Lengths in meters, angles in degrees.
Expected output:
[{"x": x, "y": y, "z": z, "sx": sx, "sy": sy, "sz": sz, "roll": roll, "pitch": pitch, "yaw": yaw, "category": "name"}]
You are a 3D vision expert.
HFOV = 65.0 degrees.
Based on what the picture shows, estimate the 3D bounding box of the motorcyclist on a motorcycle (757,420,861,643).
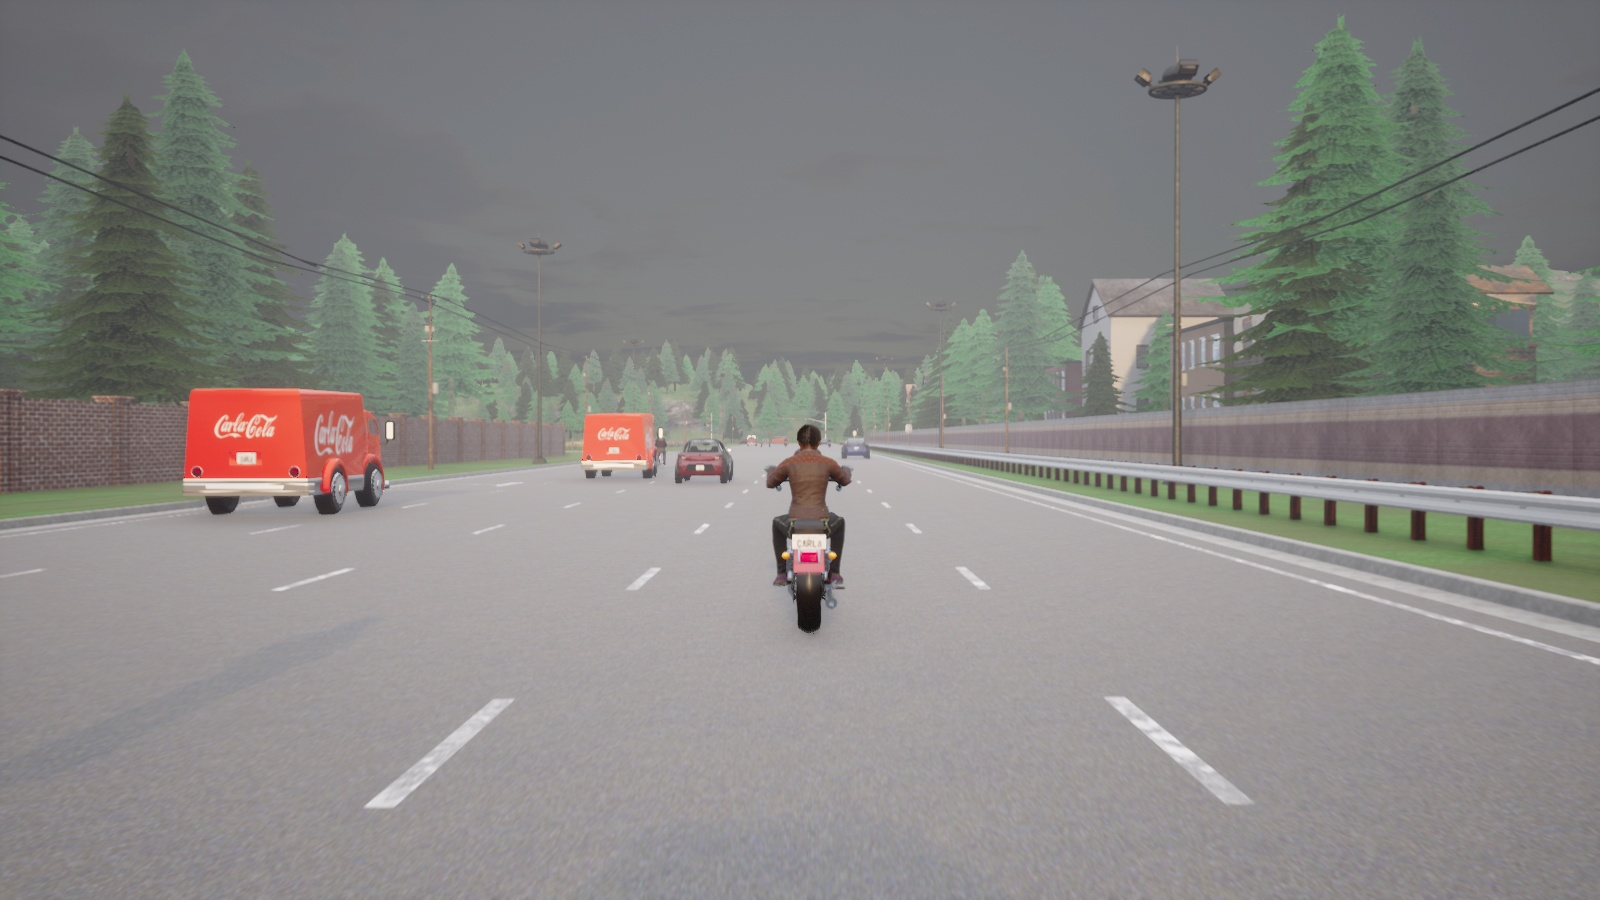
[{"x": 0.074, "y": 0.602, "z": 10.495, "sx": 0.766, "sy": 1.649, "sz": 2.350, "roll": 0, "pitch": 0, "yaw": 0, "category": "motorcyclist on a motorcycle"}]

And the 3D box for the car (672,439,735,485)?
[{"x": -3.244, "y": 0.371, "z": 43.015, "sx": 1.816, "sy": 1.474, "sz": 4.193, "roll": 0, "pitch": 1, "yaw": 0, "category": "car"}]

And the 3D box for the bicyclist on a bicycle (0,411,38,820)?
[{"x": -3.460, "y": 0.656, "z": 4.387, "sx": 0.582, "sy": 1.620, "sz": 1.656, "roll": 0, "pitch": 0, "yaw": 0, "category": "bicyclist on a bicycle"}]

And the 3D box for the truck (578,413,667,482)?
[{"x": -6.715, "y": -0.161, "z": 48.061, "sx": 2.627, "sy": 2.467, "sz": 5.204, "roll": 0, "pitch": 2, "yaw": 0, "category": "truck"}]

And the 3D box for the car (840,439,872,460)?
[{"x": 4.026, "y": -0.070, "z": 91.312, "sx": 2.163, "sy": 1.488, "sz": 4.792, "roll": 0, "pitch": 1, "yaw": 0, "category": "car"}]

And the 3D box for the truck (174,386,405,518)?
[{"x": -10.339, "y": 0.017, "z": 26.015, "sx": 2.627, "sy": 2.467, "sz": 5.204, "roll": 0, "pitch": 1, "yaw": 0, "category": "truck"}]
